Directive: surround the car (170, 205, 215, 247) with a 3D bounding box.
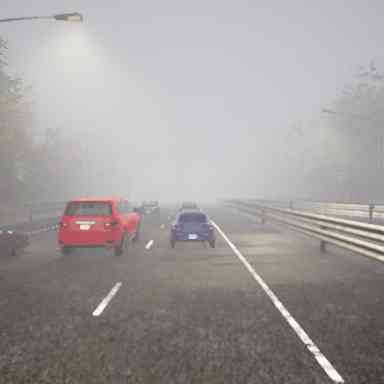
[{"bbox_3d":[0.008,1.530,14.961,1.812,1.442,4.674,0,0,-1],"label":"car"}]

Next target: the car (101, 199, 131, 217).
[{"bbox_3d":[-7.269,1.497,32.189,1.882,1.535,5.008,0,0,-1],"label":"car"}]

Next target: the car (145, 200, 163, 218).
[{"bbox_3d":[-3.736,1.508,30.548,2.128,1.511,4.902,0,0,-1],"label":"car"}]

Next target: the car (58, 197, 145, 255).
[{"bbox_3d":[-3.474,1.226,13.417,2.150,2.045,5.566,0,0,-1],"label":"car"}]

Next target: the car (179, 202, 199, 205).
[{"bbox_3d":[-0.246,1.580,31.057,1.994,1.385,4.181,0,0,-1],"label":"car"}]

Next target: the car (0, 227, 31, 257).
[{"bbox_3d":[-6.947,1.551,10.021,2.033,1.411,5.357,0,0,0],"label":"car"}]
